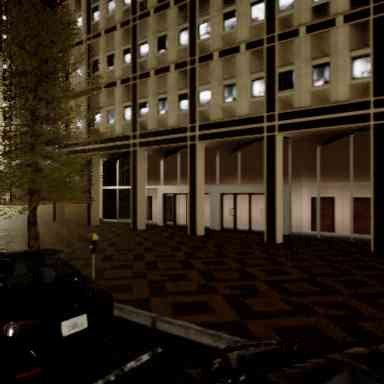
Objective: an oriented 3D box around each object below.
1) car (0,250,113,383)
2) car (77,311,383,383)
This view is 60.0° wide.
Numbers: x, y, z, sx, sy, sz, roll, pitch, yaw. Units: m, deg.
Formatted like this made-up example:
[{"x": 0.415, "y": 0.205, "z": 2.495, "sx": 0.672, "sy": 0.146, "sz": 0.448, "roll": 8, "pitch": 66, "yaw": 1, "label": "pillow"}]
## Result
[{"x": -3.041, "y": 1.567, "z": 5.044, "sx": 4.313, "sy": 1.339, "sz": 1.947, "roll": 0, "pitch": 0, "yaw": 35, "label": "car"}, {"x": 1.575, "y": 1.566, "z": 1.753, "sx": 4.313, "sy": 1.339, "sz": 1.947, "roll": 0, "pitch": 0, "yaw": 35, "label": "car"}]
